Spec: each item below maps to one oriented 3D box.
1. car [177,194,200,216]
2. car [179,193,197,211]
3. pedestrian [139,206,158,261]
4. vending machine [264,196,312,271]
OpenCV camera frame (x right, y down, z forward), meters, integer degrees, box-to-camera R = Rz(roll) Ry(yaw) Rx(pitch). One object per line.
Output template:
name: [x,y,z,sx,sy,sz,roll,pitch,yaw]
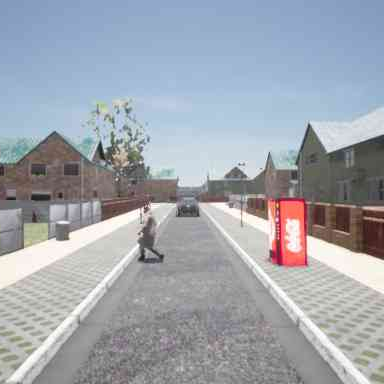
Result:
car: [-0.347,1.351,31.987,2.097,1.767,4.553,0,0,-1]
car: [-0.501,1.218,43.003,2.150,2.045,5.566,0,0,-1]
pedestrian: [-1.406,1.297,10.807,0.375,1.860,0.375,1,-1,-1]
vending machine: [2.851,1.198,9.962,1.100,2.100,0.880,-1,-1,-1]
